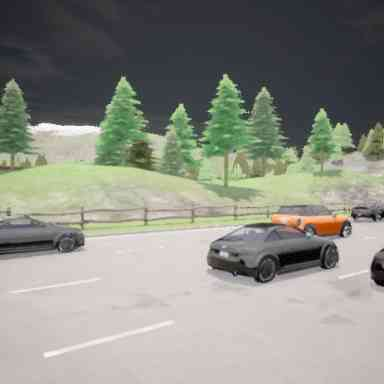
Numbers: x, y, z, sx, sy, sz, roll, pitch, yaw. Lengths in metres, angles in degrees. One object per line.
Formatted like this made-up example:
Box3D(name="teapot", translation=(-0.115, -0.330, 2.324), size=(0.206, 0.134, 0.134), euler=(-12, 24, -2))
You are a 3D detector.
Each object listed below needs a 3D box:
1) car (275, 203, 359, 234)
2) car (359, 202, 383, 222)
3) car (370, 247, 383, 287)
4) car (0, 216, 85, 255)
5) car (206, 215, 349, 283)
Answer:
Box3D(name="car", translation=(5.968, 1.404, 16.605), size=(4.553, 1.767, 2.097), euler=(0, 0, -36))
Box3D(name="car", translation=(15.058, 1.595, 27.390), size=(4.902, 1.511, 2.128), euler=(0, 0, -36))
Box3D(name="car", translation=(6.253, 1.600, 8.209), size=(4.181, 1.385, 1.994), euler=(0, 0, -36))
Box3D(name="car", translation=(-6.159, 1.570, 12.252), size=(4.181, 1.385, 1.994), euler=(0, 0, -36))
Box3D(name="car", translation=(2.464, 1.591, 9.805), size=(4.181, 1.385, 1.994), euler=(0, 0, -36))
